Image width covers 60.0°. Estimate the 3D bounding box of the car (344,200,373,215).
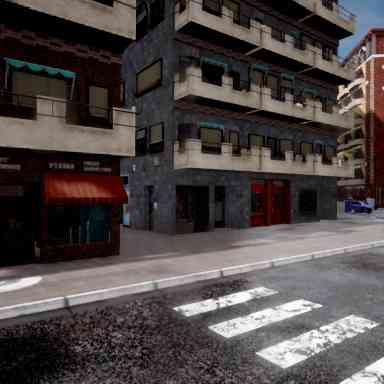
[{"bbox_3d":[17.836,1.655,36.555,1.882,1.535,5.008,0,0,0],"label":"car"}]
